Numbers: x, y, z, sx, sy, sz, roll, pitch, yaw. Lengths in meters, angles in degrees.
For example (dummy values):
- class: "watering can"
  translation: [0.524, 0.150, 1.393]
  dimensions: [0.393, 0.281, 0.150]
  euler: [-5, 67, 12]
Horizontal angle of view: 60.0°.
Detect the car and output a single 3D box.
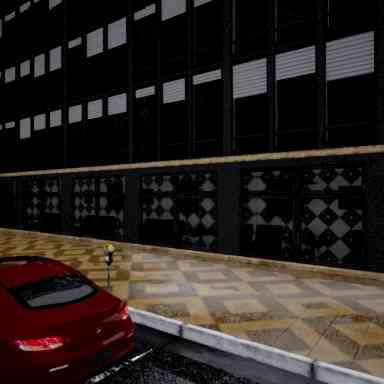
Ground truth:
- class: "car"
  translation: [-2.644, 1.582, 4.713]
  dimensions: [4.206, 1.307, 1.802]
  euler: [0, 0, 35]
